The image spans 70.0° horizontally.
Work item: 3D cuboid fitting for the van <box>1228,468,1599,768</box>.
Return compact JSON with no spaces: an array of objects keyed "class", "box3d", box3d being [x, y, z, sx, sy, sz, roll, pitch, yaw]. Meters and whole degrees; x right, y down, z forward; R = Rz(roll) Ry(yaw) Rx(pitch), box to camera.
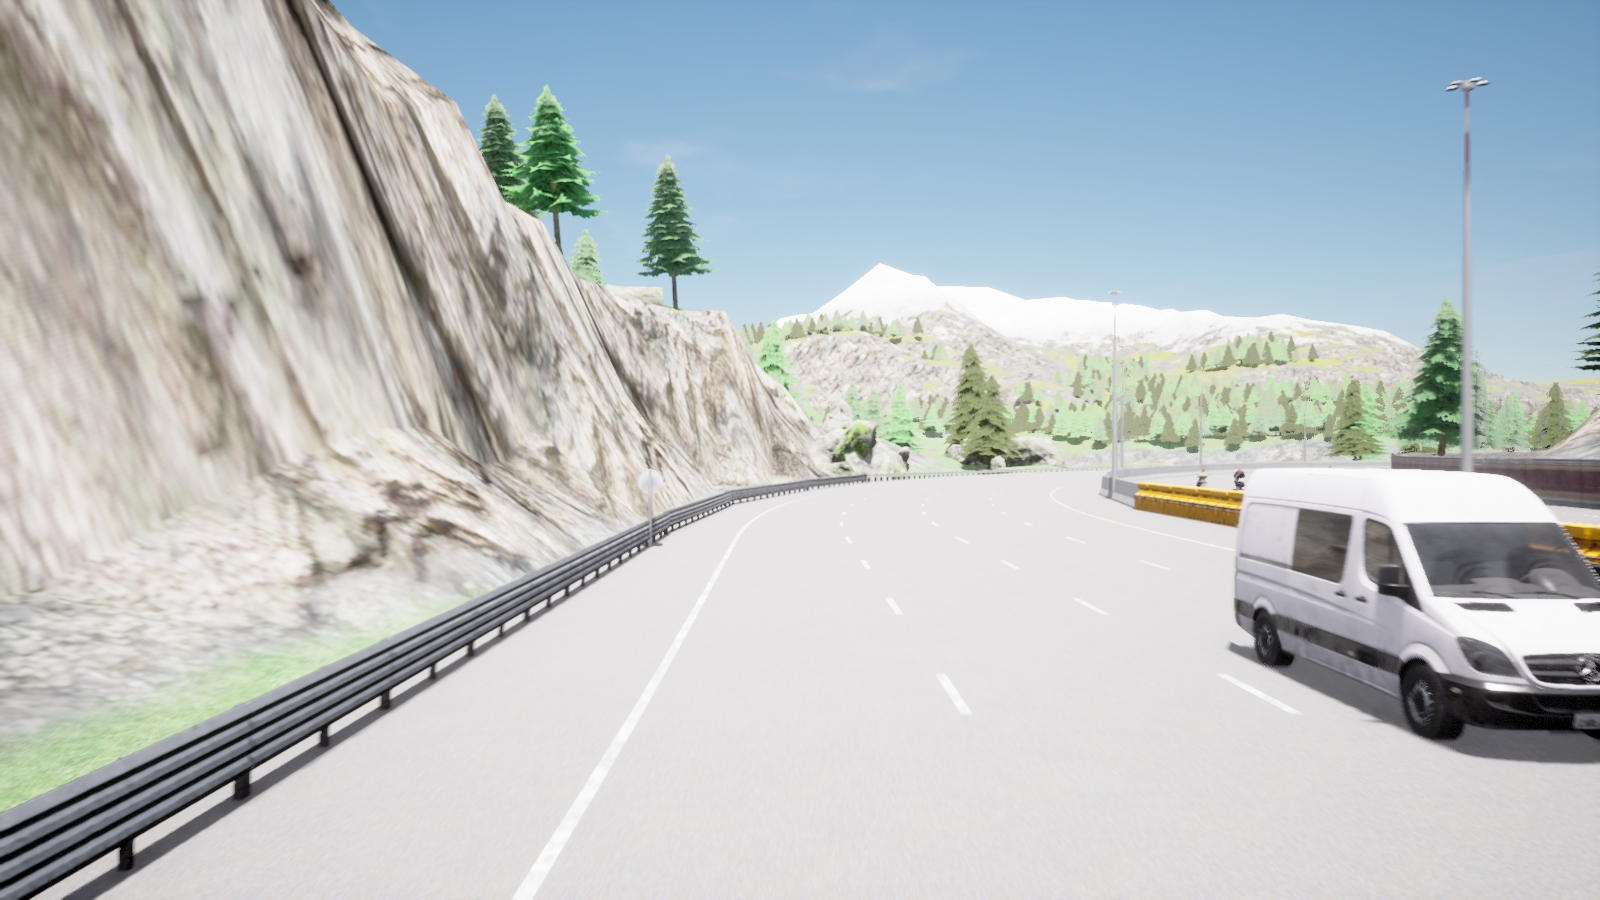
[{"class":"van","box3d":[6.994,1.526,13.031,1.988,2.561,5.915,0,0,0]}]
